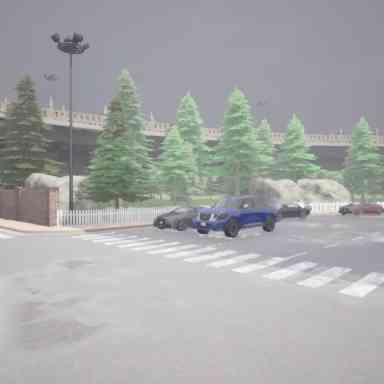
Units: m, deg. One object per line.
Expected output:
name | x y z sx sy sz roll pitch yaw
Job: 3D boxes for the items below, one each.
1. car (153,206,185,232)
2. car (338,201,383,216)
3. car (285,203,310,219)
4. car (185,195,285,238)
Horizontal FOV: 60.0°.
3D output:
car | -0.258 1.547 20.008 4.181 1.385 1.994 0 0 -43
car | 16.047 1.537 31.539 4.181 1.385 1.994 0 0 -20
car | 7.340 1.581 26.675 4.718 1.301 1.895 0 0 -36
car | 2.501 1.196 17.952 5.566 2.045 2.150 0 0 -45
